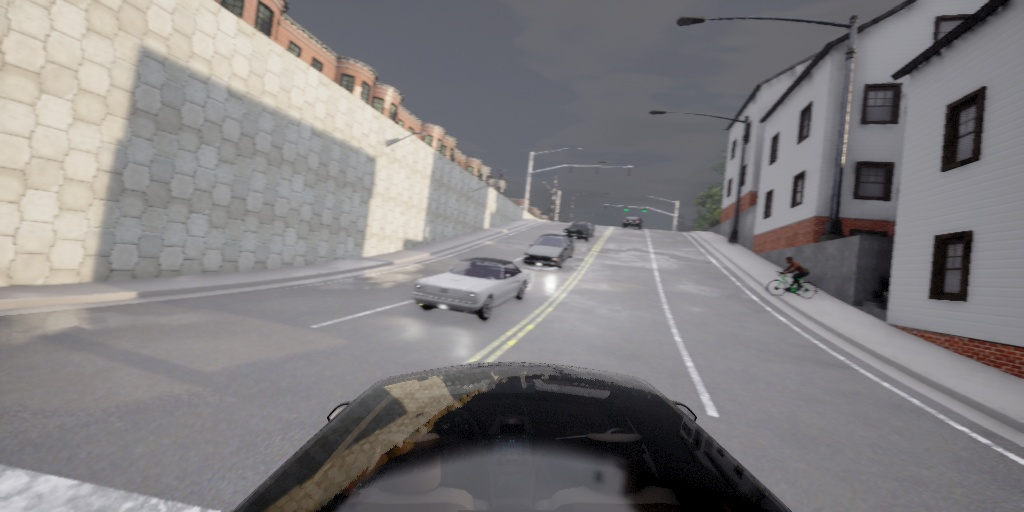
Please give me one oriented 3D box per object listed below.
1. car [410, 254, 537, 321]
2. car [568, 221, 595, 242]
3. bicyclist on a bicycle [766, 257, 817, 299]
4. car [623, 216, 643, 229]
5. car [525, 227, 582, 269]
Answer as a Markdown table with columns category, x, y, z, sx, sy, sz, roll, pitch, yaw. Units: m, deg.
| category | x | y | z | sx | sy | sz | roll | pitch | yaw |
| --- | --- | --- | --- | --- | --- | --- | --- | --- | --- |
| car | -0.916 | 0.762 | 10.536 | 1.895 | 1.301 | 4.718 | 7 | 6 | 18 |
| car | 5.358 | -2.048 | 28.390 | 1.895 | 1.301 | 4.718 | 7 | 12 | 18 |
| bicyclist on a bicycle | 10.955 | 0.848 | 13.997 | 1.656 | 1.620 | 0.582 | 4 | 9 | 20 |
| car | 13.448 | -3.744 | 39.859 | 2.033 | 1.411 | 5.357 | 7 | 7 | 22 |
| car | 2.186 | -0.439 | 19.504 | 2.033 | 1.411 | 5.357 | 7 | 12 | 18 |
